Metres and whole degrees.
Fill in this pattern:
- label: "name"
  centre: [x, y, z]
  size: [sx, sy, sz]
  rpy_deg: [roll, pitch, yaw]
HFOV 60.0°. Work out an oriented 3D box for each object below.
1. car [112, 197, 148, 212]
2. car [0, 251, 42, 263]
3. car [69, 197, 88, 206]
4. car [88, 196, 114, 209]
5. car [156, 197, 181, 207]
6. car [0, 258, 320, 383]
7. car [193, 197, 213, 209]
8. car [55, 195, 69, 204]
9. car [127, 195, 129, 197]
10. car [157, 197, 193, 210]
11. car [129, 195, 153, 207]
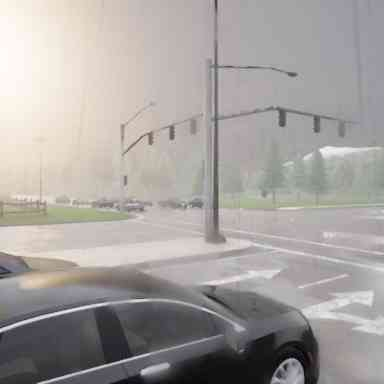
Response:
- label: "car"
  centre: [-7.294, 1.606, 38.758]
  size: [1.895, 1.301, 4.718]
  rpy_deg: [0, 0, -35]
- label: "car"
  centre: [-3.717, 1.564, 5.394]
  size: [4.181, 1.385, 1.994]
  rpy_deg: [0, 0, -35]
- label: "car"
  centre: [-18.235, 1.530, 54.585]
  size: [1.812, 1.442, 4.674]
  rpy_deg: [0, 0, -35]
- label: "car"
  centre: [-12.501, 1.606, 46.280]
  size: [1.895, 1.301, 4.718]
  rpy_deg: [0, 0, -35]
- label: "car"
  centre: [-3.779, 1.533, 52.142]
  size: [1.812, 1.442, 4.674]
  rpy_deg: [0, 0, -35]
- label: "car"
  centre: [-0.800, 1.505, 3.115]
  size: [4.892, 1.490, 1.837]
  rpy_deg: [0, 0, -35]
- label: "car"
  centre: [1.399, 1.513, 44.662]
  size: [1.837, 1.490, 4.892]
  rpy_deg: [0, 0, -35]
- label: "car"
  centre: [-25.114, 1.357, 64.652]
  size: [2.097, 1.767, 4.553]
  rpy_deg: [0, 0, -35]
- label: "car"
  centre: [-10.898, 1.360, 62.468]
  size: [2.097, 1.767, 4.553]
  rpy_deg: [0, 0, -34]
- label: "car"
  centre: [-2.472, 1.498, 44.099]
  size: [2.128, 1.511, 4.902]
  rpy_deg: [0, 0, -34]
- label: "car"
  centre: [-7.740, 1.532, 51.710]
  size: [1.812, 1.442, 4.674]
  rpy_deg: [0, 0, -35]
